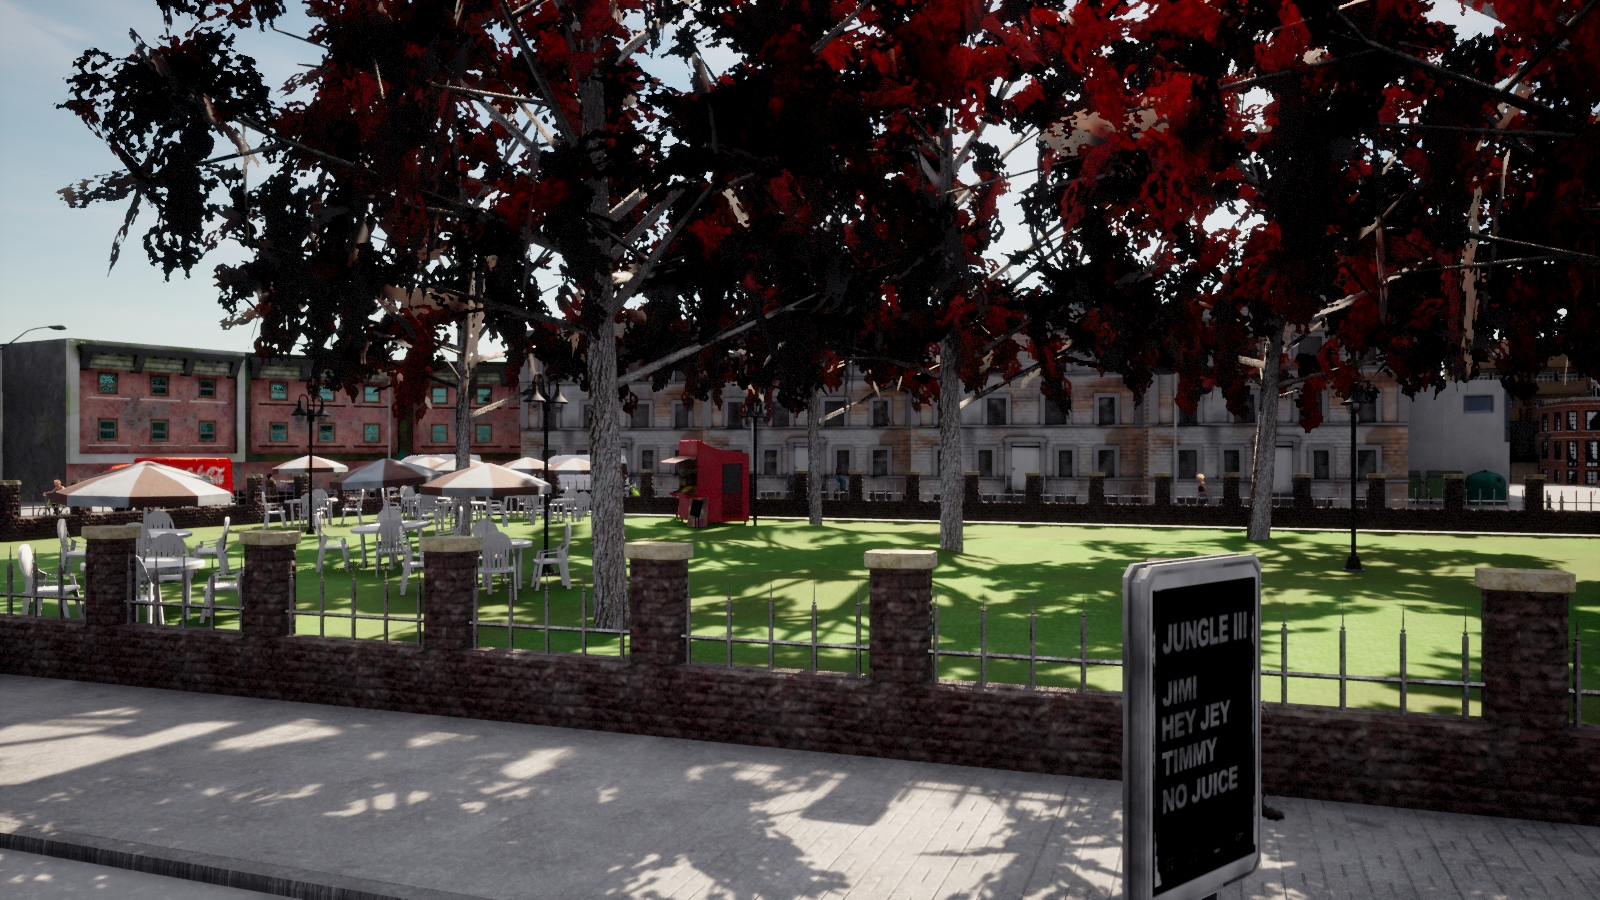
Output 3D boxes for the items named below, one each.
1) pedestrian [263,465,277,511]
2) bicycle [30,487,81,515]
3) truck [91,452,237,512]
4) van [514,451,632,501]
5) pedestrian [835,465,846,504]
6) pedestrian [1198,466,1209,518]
[{"bbox_3d":[-21.525,1.524,46.407,0.375,1.860,0.375,0,0,13],"label":"pedestrian"},{"bbox_3d":[-29.946,2.036,45.966,0.859,1.080,1.487,0,0,21],"label":"bicycle"},{"bbox_3d":[-28.185,1.348,50.858,2.627,2.467,5.204,0,0,21],"label":"truck"},{"bbox_3d":[-12.048,1.315,60.623,5.915,2.561,1.988,0,0,20],"label":"van"},{"bbox_3d":[1.960,1.629,54.673,0.375,1.860,0.375,0,0,37],"label":"pedestrian"},{"bbox_3d":[14.672,1.525,41.587,0.375,1.860,0.375,0,0,20],"label":"pedestrian"}]
